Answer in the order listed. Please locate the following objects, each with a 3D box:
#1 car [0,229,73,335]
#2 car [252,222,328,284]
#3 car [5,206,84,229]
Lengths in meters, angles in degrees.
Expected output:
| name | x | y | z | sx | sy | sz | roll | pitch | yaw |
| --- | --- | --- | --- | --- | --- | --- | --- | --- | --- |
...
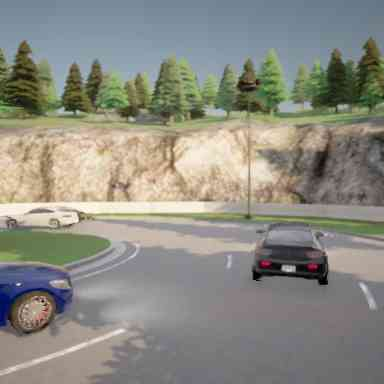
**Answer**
| name | x | y | z | sx | sy | sz | roll | pitch | yaw |
| --- | --- | --- | --- | --- | --- | --- | --- | --- | --- |
| car | -4.316 | 1.572 | 5.170 | 4.674 | 1.442 | 1.812 | 0 | 0 | -35 |
| car | 2.843 | 1.595 | 9.795 | 1.812 | 1.442 | 4.674 | 0 | 0 | 16 |
| car | -10.014 | 1.707 | 22.255 | 4.674 | 1.442 | 1.812 | 0 | -1 | 5 |
